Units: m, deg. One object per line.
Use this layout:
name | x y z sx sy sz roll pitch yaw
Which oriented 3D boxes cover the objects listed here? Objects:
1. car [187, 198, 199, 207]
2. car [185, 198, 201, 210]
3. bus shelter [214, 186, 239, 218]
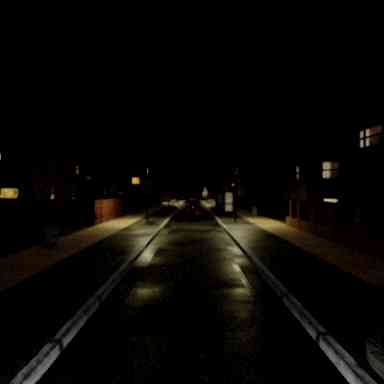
car | 0.127 1.605 52.793 1.895 1.301 4.718 0 0 0
car | 0.138 1.594 43.012 1.895 1.301 4.718 0 0 1
bus shelter | 3.095 0.859 30.623 1.920 2.740 3.880 1 1 0
